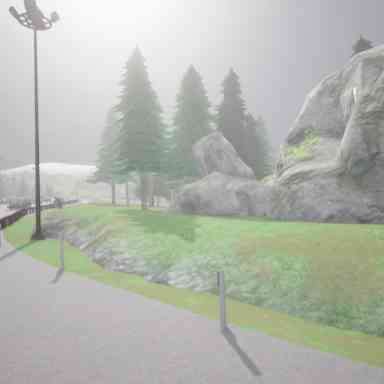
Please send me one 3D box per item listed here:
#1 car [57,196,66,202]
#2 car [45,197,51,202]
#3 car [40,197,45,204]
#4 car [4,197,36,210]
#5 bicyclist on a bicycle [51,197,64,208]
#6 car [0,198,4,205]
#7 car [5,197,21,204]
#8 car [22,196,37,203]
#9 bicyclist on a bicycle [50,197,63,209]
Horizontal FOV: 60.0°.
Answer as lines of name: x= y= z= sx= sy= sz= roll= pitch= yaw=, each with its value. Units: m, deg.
car: x=-31.603 y=1.746 z=80.170 sx=1.837 sy=1.490 sz=4.892 roll=-1 pitch=0 yaw=-13
car: x=-35.023 y=1.836 z=79.434 sx=1.895 sy=1.301 sz=4.718 roll=-1 pitch=0 yaw=-13
car: x=-32.728 y=1.822 z=69.239 sx=2.033 sy=1.411 sz=5.357 roll=-1 pitch=0 yaw=-13
car: x=-23.915 y=1.702 z=46.560 sx=2.033 sy=1.411 sz=5.357 roll=-1 pitch=0 yaw=-13
bicyclist on a bicycle: x=-19.144 y=1.524 z=47.408 sx=1.656 sy=1.620 sz=0.582 roll=0 pitch=-2 yaw=9
car: x=-39.557 y=1.900 z=67.702 sx=1.882 sy=1.535 sz=5.008 roll=-1 pitch=0 yaw=-13
car: x=-41.846 y=1.906 z=77.867 sx=2.128 sy=1.511 sz=4.902 roll=-1 pitch=0 yaw=-13
car: x=-38.432 y=1.836 z=78.636 sx=2.128 sy=1.511 sz=4.902 roll=-1 pitch=0 yaw=-13
bicyclist on a bicycle: x=-18.924 y=1.523 z=46.439 sx=1.656 sy=1.620 sz=0.582 roll=0 pitch=0 yaw=-20
